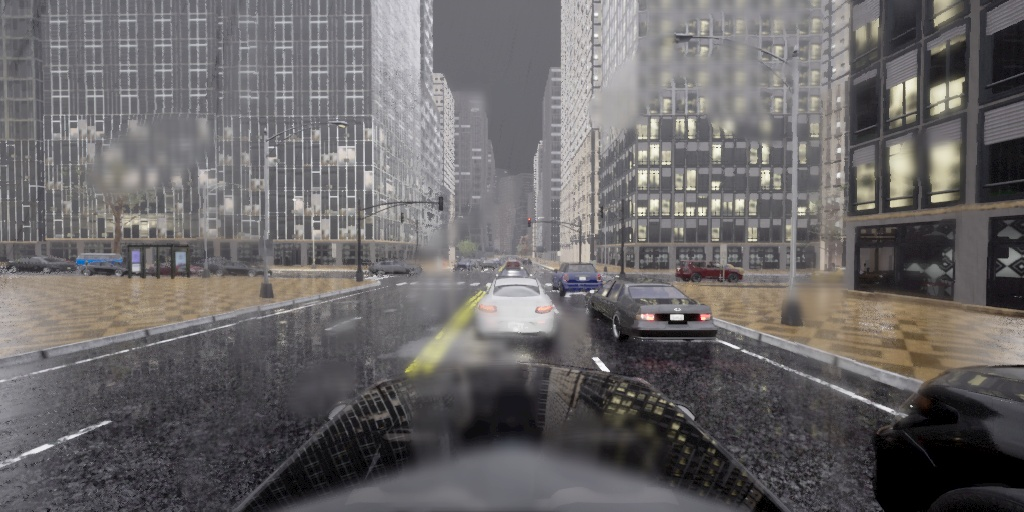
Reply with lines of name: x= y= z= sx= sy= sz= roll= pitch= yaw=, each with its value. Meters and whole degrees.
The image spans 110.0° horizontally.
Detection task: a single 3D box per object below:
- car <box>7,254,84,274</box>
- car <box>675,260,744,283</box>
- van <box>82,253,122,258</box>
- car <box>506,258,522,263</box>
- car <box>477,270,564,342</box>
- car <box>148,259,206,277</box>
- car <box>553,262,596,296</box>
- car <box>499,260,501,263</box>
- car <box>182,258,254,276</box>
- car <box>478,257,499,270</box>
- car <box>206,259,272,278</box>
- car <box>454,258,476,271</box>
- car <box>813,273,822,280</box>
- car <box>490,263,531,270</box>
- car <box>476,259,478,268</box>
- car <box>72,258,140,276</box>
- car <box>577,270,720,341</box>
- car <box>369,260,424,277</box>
car: x=-43.775 y=0.849 z=33.470 sx=5.008 sy=1.535 sz=1.882 roll=1 pitch=1 yaw=2
car: x=16.217 y=1.269 z=29.739 sx=5.009 sy=1.841 sz=2.192 roll=0 pitch=0 yaw=1
van: x=-45.256 y=0.605 z=39.285 sx=3.998 sy=1.789 sz=1.690 roll=0 pitch=0 yaw=1
car: x=0.143 y=1.188 z=54.677 sx=1.882 sy=1.535 sz=5.008 roll=0 pitch=0 yaw=0
car: x=0.106 y=1.272 z=9.671 sx=1.812 sy=1.442 sz=4.674 roll=0 pitch=0 yaw=0
car: x=-28.391 y=1.138 z=30.437 sx=4.207 sy=1.307 sz=1.802 roll=0 pitch=0 yaw=1
car: x=3.364 y=1.093 z=19.195 sx=2.097 sy=1.767 sz=4.553 roll=0 pitch=0 yaw=0
car: x=-3.278 y=1.304 z=61.015 sx=1.895 sy=1.301 sz=4.718 roll=0 pitch=0 yaw=0
car: x=-27.022 y=1.017 z=33.098 sx=4.902 sy=1.511 sz=2.128 roll=0 pitch=1 yaw=1
car: x=-3.300 y=1.262 z=51.255 sx=2.033 sy=1.411 sz=5.357 roll=0 pitch=0 yaw=0
car: x=-22.707 y=1.174 z=30.299 sx=4.313 sy=1.339 sz=1.948 roll=0 pitch=0 yaw=1
car: x=-6.584 y=1.068 z=49.272 sx=2.097 sy=1.767 sz=4.553 roll=0 pitch=0 yaw=1
car: x=27.665 y=1.579 z=29.533 sx=4.829 sy=1.417 sz=1.751 roll=0 pitch=0 yaw=1
car: x=0.114 y=1.288 z=18.916 sx=2.033 sy=1.411 sz=5.357 roll=0 pitch=0 yaw=0
car: x=-6.539 y=1.211 z=58.369 sx=1.837 sy=1.490 sz=4.892 roll=0 pitch=0 yaw=0
car: x=-34.072 y=1.069 z=30.615 sx=4.313 sy=1.339 sz=1.948 roll=0 pitch=0 yaw=1
car: x=3.359 y=1.294 z=9.810 sx=2.033 sy=1.411 sz=5.357 roll=0 pitch=0 yaw=0
car: x=-10.710 y=1.153 z=33.435 sx=4.902 sy=1.511 sz=2.128 roll=0 pitch=1 yaw=-8
